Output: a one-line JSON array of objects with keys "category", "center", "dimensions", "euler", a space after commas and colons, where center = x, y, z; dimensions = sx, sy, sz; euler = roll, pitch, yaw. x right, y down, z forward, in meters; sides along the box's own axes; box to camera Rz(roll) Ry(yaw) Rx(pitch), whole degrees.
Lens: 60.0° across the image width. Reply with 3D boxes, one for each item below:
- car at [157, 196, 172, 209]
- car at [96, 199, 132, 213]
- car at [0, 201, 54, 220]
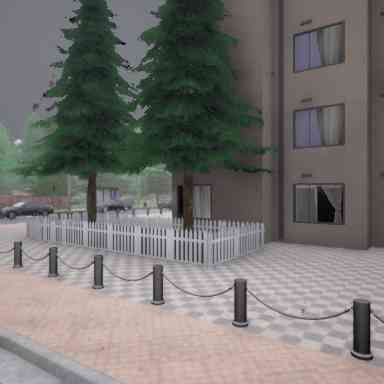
[{"category": "car", "center": [-2.565, 1.337, 44.335], "dimensions": [2.097, 1.767, 4.553], "euler": [0, 0, 37]}, {"category": "car", "center": [-8.732, 1.476, 36.167], "dimensions": [2.128, 1.511, 4.902], "euler": [0, 0, 37]}, {"category": "car", "center": [-14.321, 1.510, 28.705], "dimensions": [1.812, 1.442, 4.674], "euler": [0, 0, 37]}]
